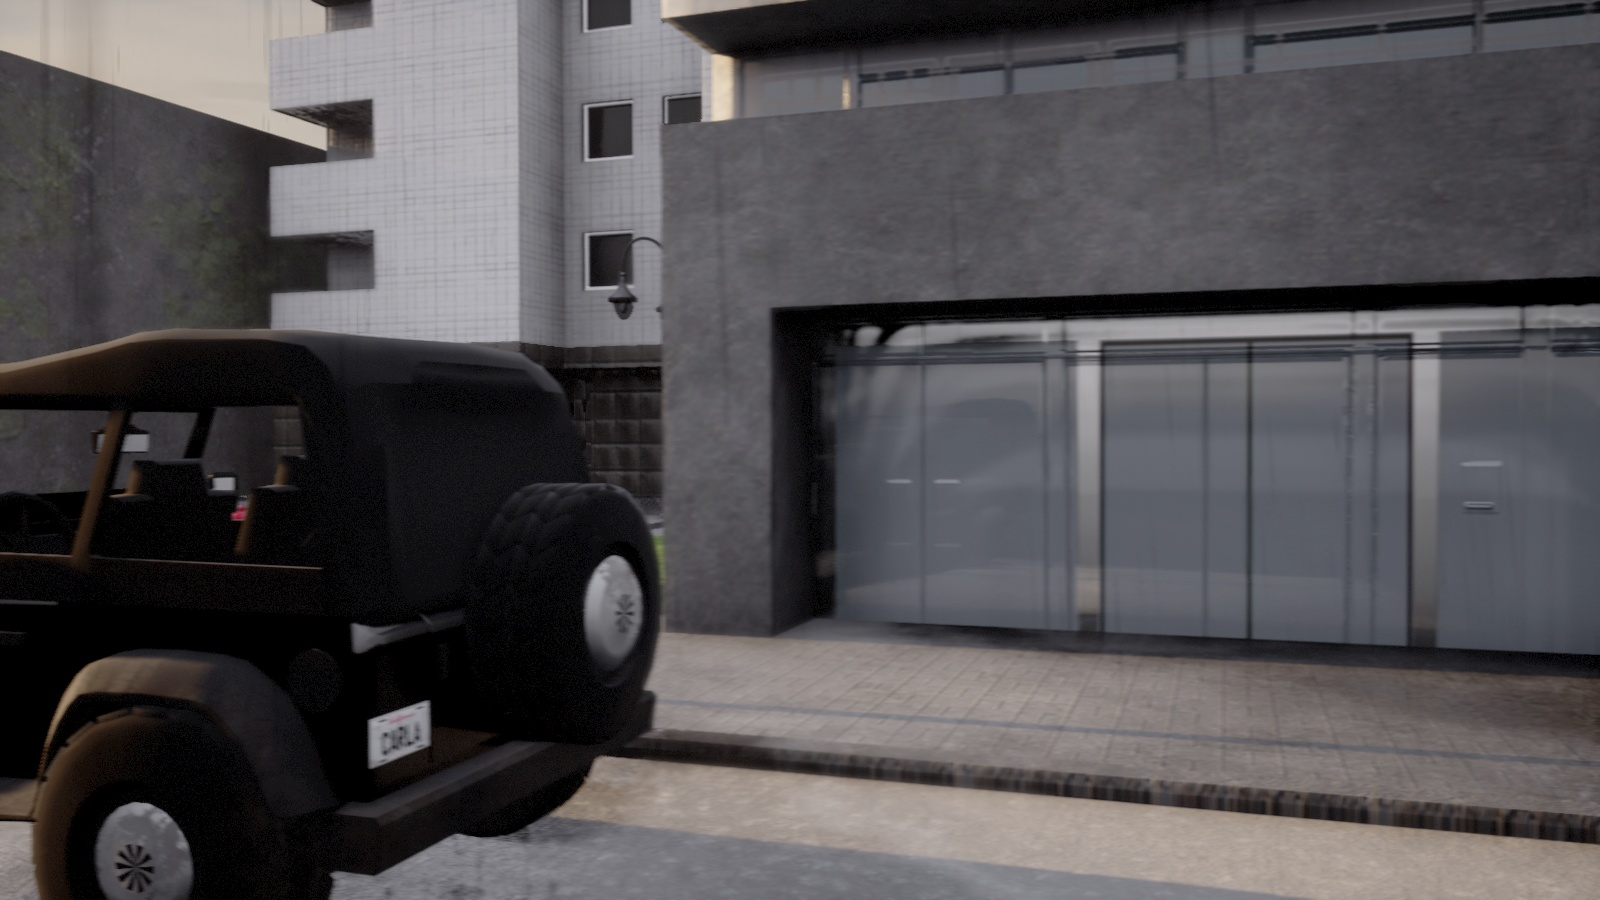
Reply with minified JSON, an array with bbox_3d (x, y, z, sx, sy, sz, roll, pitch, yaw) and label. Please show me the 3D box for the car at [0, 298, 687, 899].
[{"bbox_3d":[-2.578,0.539,4.583,3.866,1.878,1.905,1,1,19],"label":"car"}]
